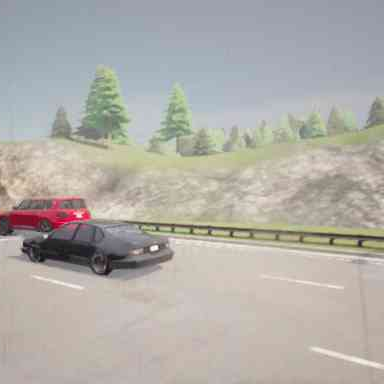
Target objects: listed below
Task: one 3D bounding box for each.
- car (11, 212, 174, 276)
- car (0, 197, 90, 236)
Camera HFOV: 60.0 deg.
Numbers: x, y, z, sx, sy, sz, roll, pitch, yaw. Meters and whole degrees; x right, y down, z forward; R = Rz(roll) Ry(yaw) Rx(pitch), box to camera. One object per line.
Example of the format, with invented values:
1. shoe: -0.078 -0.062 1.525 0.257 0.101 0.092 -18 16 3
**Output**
1. car: -3.115 1.570 10.379 5.357 1.411 2.033 0 0 34
2. car: -7.771 1.267 17.424 5.566 2.045 2.150 0 0 30
